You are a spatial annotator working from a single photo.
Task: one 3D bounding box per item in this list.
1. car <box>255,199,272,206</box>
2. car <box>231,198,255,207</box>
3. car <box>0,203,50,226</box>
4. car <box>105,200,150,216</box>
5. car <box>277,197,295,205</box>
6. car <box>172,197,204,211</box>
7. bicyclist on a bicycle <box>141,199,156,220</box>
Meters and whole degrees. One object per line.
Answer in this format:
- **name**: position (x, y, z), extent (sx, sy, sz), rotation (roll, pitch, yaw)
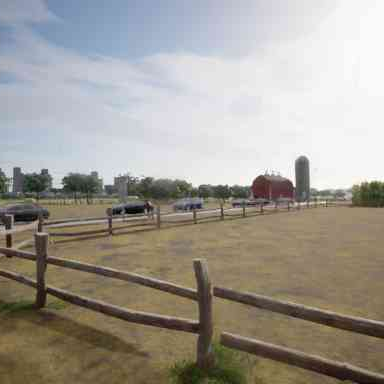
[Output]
- **car**: position (10.955, 1.675, 52.185), extent (1.895, 1.301, 4.718), rotation (-2, -2, 35)
- **car**: position (7.828, 1.719, 52.723), extent (1.994, 1.385, 4.181), rotation (-2, -2, 36)
- **car**: position (-12.728, 1.600, 23.872), extent (1.837, 1.490, 4.892), rotation (-2, -2, 35)
- **car**: position (-6.325, 1.587, 32.928), extent (1.882, 1.535, 5.008), rotation (-2, -2, 35)
- **car**: position (17.303, 1.688, 61.112), extent (2.033, 1.411, 5.357), rotation (-2, -2, 35)
- **car**: position (-0.453, 1.477, 41.218), extent (2.097, 1.767, 4.553), rotation (-2, -1, 35)
- **bicyclist on a bicycle**: position (-3.522, 1.419, 26.545), extent (1.656, 1.620, 0.582), rotation (0, 0, 35)
